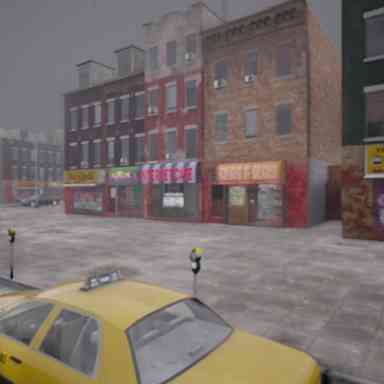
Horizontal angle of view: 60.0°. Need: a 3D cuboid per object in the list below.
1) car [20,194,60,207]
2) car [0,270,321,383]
[{"bbox_3d":[-19.063,1.074,41.832,1.837,1.490,4.892,0,1,35],"label":"car"},{"bbox_3d":[-1.142,1.539,3.618,4.829,1.417,1.752,0,0,35],"label":"car"}]
